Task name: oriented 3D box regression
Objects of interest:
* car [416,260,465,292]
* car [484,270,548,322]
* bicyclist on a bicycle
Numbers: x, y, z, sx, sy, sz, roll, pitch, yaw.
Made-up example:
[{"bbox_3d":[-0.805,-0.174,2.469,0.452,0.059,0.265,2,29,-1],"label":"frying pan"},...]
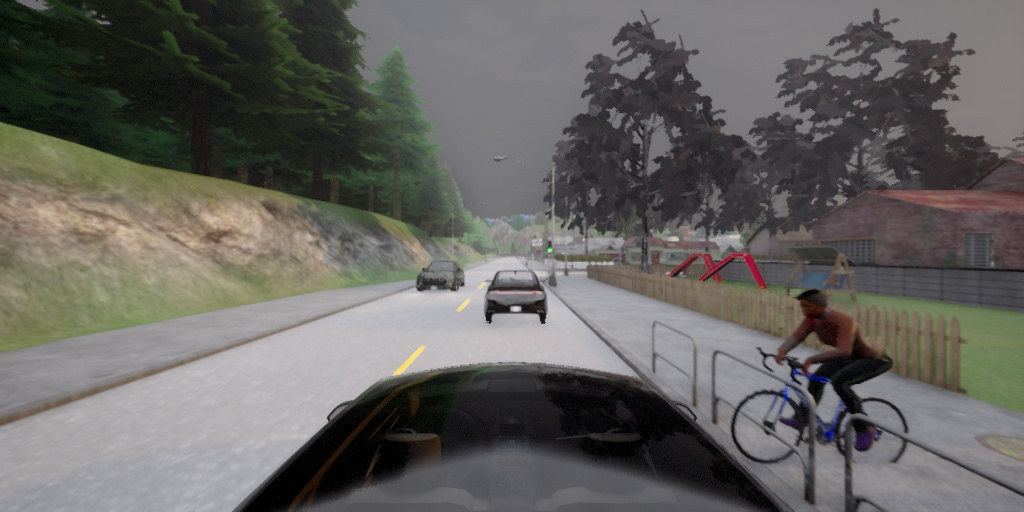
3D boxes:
[{"bbox_3d":[-3.968,1.027,20.542,2.097,1.767,4.553,0,0,0],"label":"car"},{"bbox_3d":[0.113,1.203,12.047,2.128,1.511,4.902,0,0,0],"label":"car"},{"bbox_3d":[2.845,1.133,3.276,1.656,1.620,0.582,4,0,0],"label":"bicyclist on a bicycle"}]
